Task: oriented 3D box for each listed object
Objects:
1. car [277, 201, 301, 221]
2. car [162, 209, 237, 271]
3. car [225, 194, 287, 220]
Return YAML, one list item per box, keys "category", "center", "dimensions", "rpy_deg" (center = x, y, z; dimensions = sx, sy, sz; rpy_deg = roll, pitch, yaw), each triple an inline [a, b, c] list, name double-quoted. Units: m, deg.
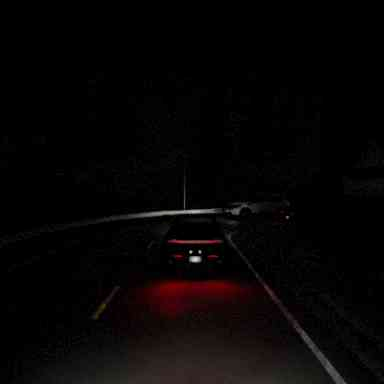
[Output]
- category: "car"
  center: [9.211, 1.565, 25.050]
  dimensions: [4.718, 1.301, 1.895]
  rpy_deg: [0, 0, -14]
- category: "car"
  center: [0.116, 1.483, 10.844]
  dimensions: [2.128, 1.511, 4.902]
  rpy_deg: [0, 0, 1]
- category: "car"
  center: [5.461, 1.185, 27.673]
  dimensions: [5.566, 2.045, 2.150]
  rpy_deg: [0, -1, -20]
